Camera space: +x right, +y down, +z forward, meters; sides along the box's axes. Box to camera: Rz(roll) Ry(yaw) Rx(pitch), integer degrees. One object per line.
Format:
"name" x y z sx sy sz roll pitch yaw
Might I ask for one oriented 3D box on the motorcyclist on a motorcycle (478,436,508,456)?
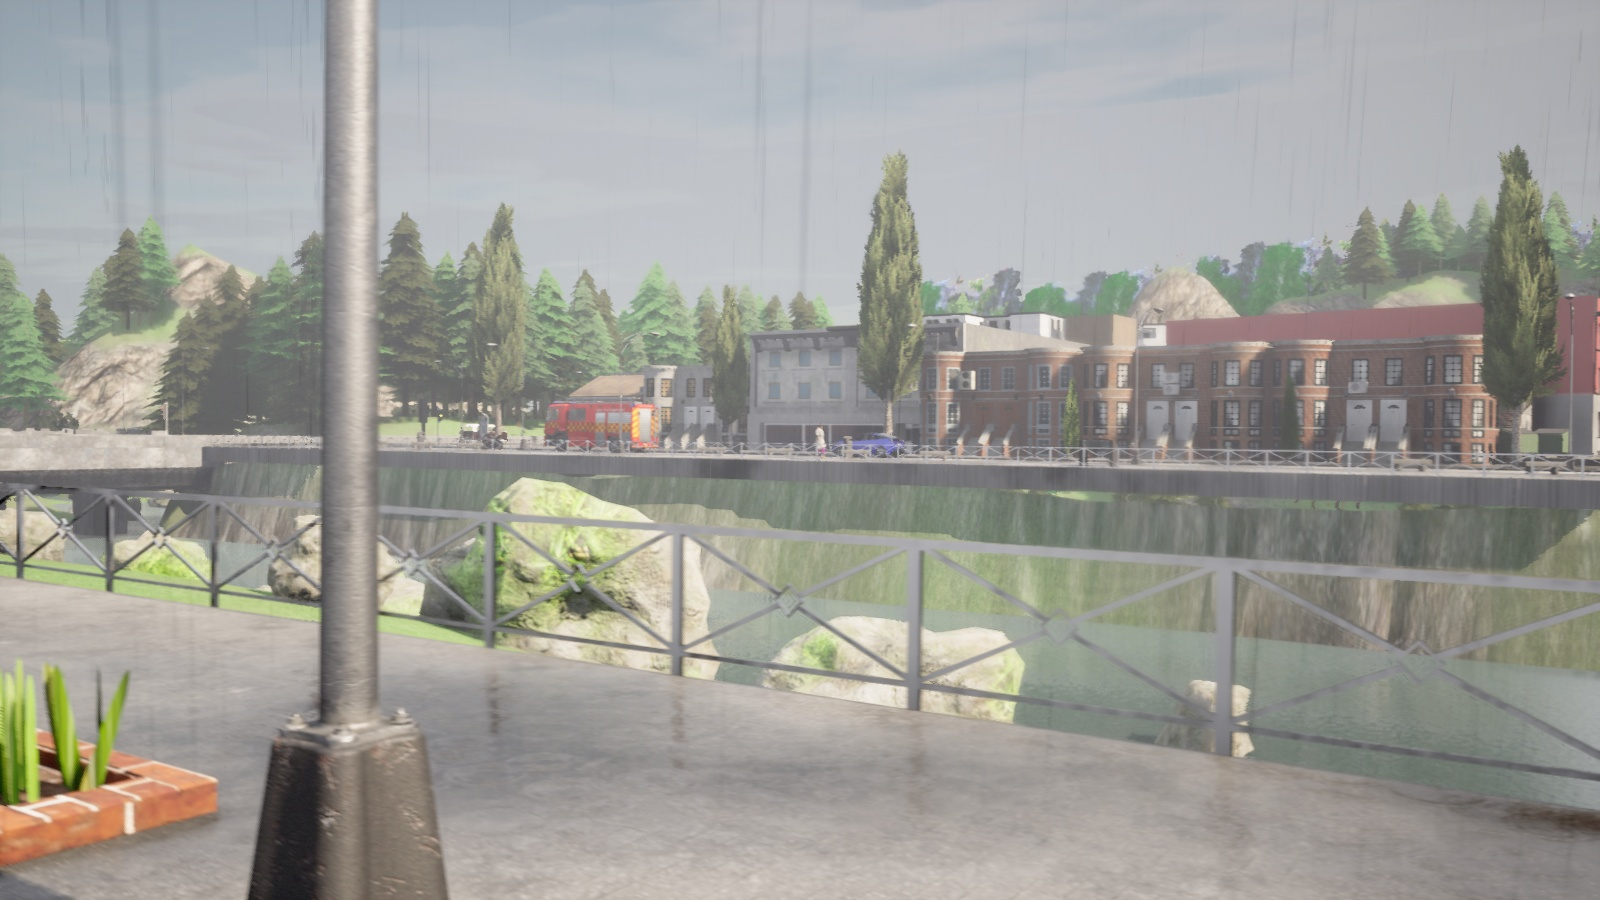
"motorcyclist on a motorcycle" -22.839 -0.301 93.407 2.191 1.530 0.866 0 1 34

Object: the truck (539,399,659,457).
"truck" -14.062 -1.501 87.556 8.468 3.827 2.891 0 1 34

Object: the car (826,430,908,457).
"car" 4.025 -0.390 75.569 4.514 1.525 2.007 0 1 34

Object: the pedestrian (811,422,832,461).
"pedestrian" 1.102 -0.447 64.325 0.873 1.952 0.659 0 1 38
